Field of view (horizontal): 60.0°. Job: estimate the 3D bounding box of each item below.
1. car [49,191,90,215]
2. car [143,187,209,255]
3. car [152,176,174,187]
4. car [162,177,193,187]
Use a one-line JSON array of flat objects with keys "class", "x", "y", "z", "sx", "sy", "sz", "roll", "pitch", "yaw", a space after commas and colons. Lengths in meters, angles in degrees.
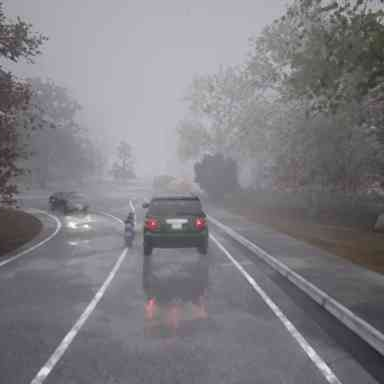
[{"class": "car", "x": -9.270, "y": 0.745, "z": 24.982, "sx": 2.128, "sy": 1.511, "sz": 4.902, "roll": -4, "pitch": 5, "yaw": -38}, {"class": "car", "x": -0.709, "y": 1.035, "z": 12.798, "sx": 2.150, "sy": 2.045, "sz": 5.566, "roll": 0, "pitch": 2, "yaw": -5}, {"class": "car", "x": -3.467, "y": -1.370, "z": 48.121, "sx": 2.150, "sy": 2.045, "sz": 5.566, "roll": 3, "pitch": 5, "yaw": 29}, {"class": "car", "x": -1.586, "y": -0.849, "z": 44.852, "sx": 1.882, "sy": 1.535, "sz": 5.008, "roll": 2, "pitch": 5, "yaw": 25}]
